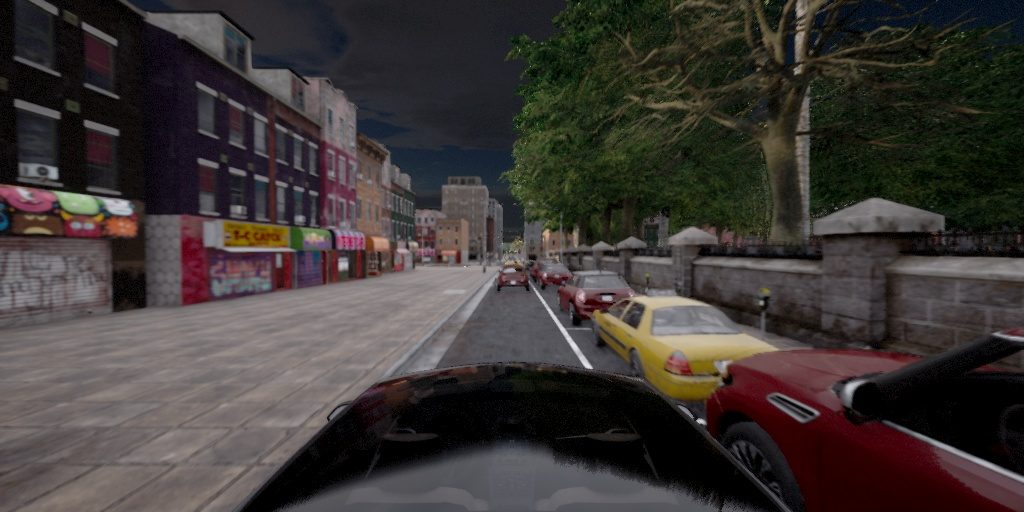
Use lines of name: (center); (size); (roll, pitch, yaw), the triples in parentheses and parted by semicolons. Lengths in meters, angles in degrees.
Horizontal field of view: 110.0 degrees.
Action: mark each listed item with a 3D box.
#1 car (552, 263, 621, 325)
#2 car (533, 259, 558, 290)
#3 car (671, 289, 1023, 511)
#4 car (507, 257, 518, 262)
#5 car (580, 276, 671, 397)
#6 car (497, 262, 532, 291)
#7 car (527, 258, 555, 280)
car: (2.629, 1.181, 11.807); (1.967, 1.591, 4.097); (0, 0, 0)
car: (2.621, 1.179, 22.707); (1.967, 1.591, 4.097); (0, 0, 0)
car: (2.637, 1.066, 0.906); (2.192, 1.841, 5.009); (0, 0, 0)
car: (0.067, 1.243, 43.590); (1.882, 1.535, 5.008); (0, 0, 0)
car: (2.633, 1.271, 6.527); (1.751, 1.417, 4.829); (0, 0, 0)
car: (0.072, 1.265, 21.780); (1.812, 1.442, 4.674); (0, 0, 0)
car: (2.617, 1.058, 28.157); (2.192, 1.841, 5.009); (0, 0, 0)
